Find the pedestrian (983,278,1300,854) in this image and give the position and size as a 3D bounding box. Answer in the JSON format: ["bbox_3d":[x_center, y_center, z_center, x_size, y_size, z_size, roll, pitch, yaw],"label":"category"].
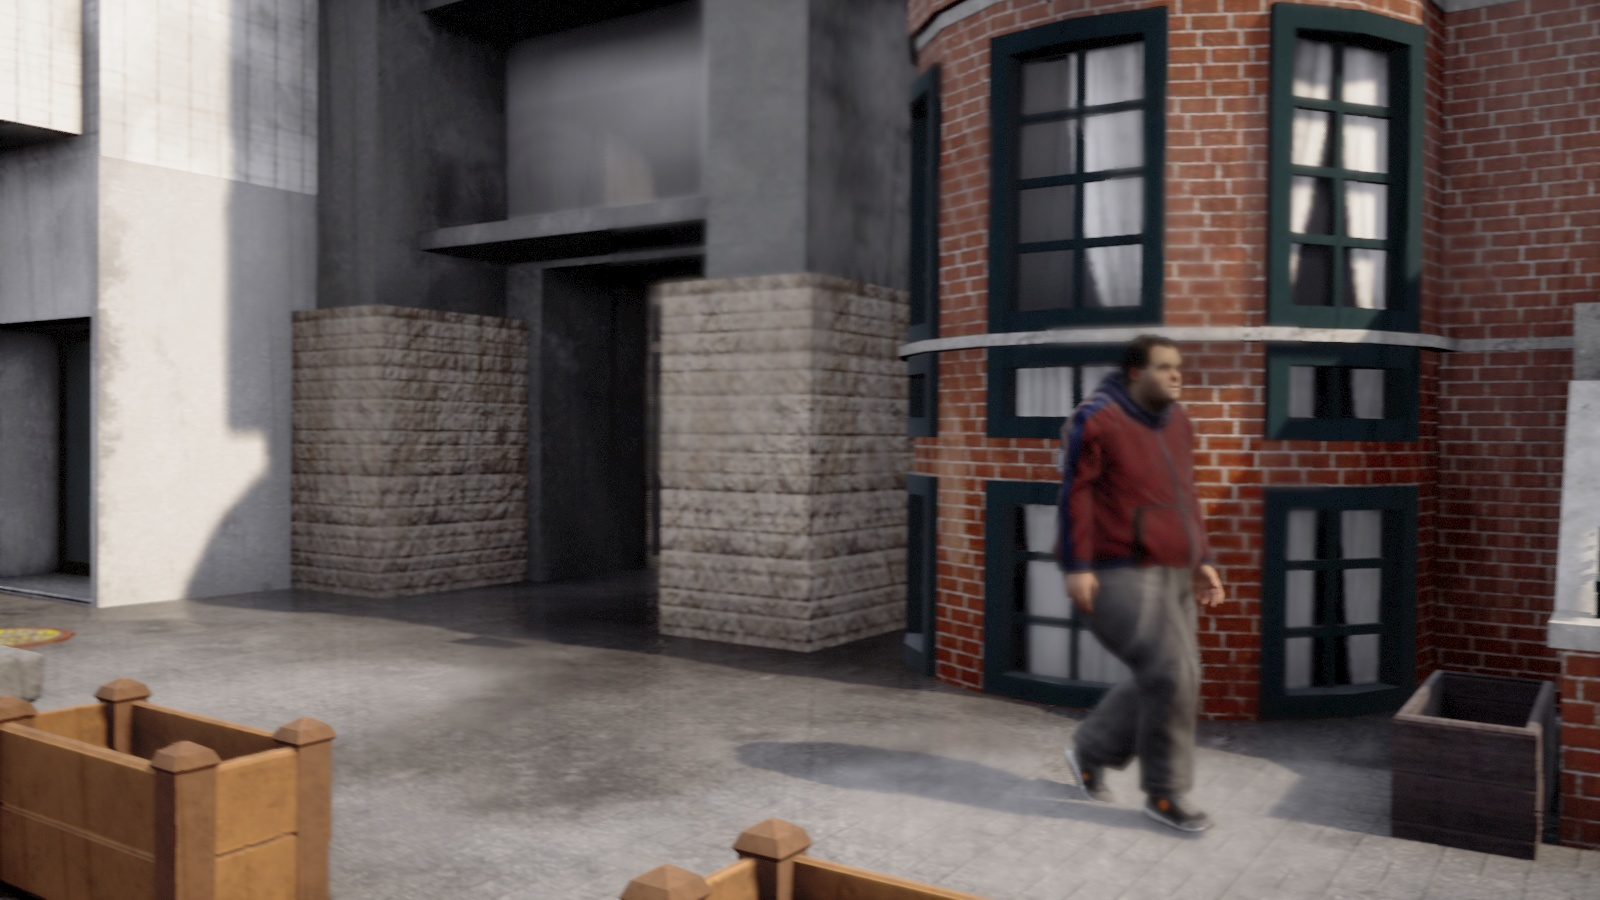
[{"bbox_3d":[1.224,0.368,4.562,0.634,1.844,0.899,-1,1,-39],"label":"pedestrian"}]
